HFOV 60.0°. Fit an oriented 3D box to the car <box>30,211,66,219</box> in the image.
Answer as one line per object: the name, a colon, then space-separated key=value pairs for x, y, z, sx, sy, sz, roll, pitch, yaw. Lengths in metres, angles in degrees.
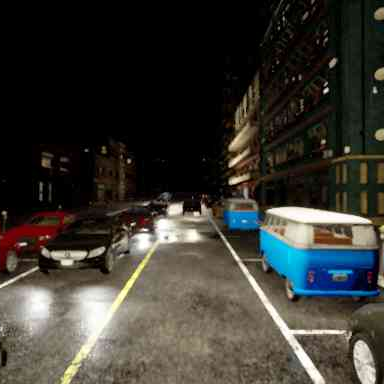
car: x=-5.679 y=1.496 z=13.454 sx=1.887 sy=1.381 sz=4.507 roll=1 pitch=0 yaw=0

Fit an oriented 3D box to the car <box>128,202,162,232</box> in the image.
car: x=-3.093 y=1.492 z=19.572 sx=1.994 sy=1.385 sz=4.181 roll=0 pitch=0 yaw=0

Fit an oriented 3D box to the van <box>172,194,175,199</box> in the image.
van: x=-5.675 y=0.996 z=80.415 sx=1.690 sy=1.788 sz=3.998 roll=1 pitch=0 yaw=0

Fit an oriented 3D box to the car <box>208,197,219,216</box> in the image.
car: x=2.701 y=1.411 z=30.402 sx=1.752 sy=1.417 sz=4.829 roll=1 pitch=0 yaw=0

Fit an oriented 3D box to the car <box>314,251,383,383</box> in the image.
car: x=2.701 y=1.542 z=2.330 sx=2.008 sy=1.369 sz=4.403 roll=1 pitch=0 yaw=0

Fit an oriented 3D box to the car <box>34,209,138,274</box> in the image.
car: x=-3.093 y=1.487 z=10.574 sx=1.812 sy=1.442 sz=4.674 roll=0 pitch=0 yaw=0

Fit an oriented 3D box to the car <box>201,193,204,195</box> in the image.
car: x=2.702 y=1.308 z=58.137 sx=1.887 sy=1.381 sz=4.507 roll=1 pitch=0 yaw=0

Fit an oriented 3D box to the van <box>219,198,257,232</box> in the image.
van: x=2.704 y=1.271 z=19.071 sx=1.690 sy=1.788 sz=3.998 roll=1 pitch=0 yaw=0

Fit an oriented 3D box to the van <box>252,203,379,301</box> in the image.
van: x=2.704 y=1.312 z=7.908 sx=1.690 sy=1.788 sz=3.998 roll=1 pitch=0 yaw=0

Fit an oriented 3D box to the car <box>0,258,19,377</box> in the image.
car: x=-3.090 y=1.556 z=2.082 sx=1.994 sy=1.385 sz=4.181 roll=0 pitch=0 yaw=0

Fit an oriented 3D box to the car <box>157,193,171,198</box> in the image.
car: x=-5.679 y=1.303 z=63.675 sx=1.947 sy=1.339 sz=4.313 roll=1 pitch=0 yaw=0

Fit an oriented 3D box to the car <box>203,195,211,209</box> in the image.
car: x=2.701 y=1.405 z=41.394 sx=1.947 sy=1.339 sz=4.313 roll=1 pitch=0 yaw=0

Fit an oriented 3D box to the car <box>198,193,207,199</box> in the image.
car: x=2.703 y=1.066 z=86.038 sx=1.967 sy=1.590 sz=4.097 roll=1 pitch=0 yaw=0

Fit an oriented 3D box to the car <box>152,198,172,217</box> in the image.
car: x=-3.057 y=1.489 z=29.669 sx=1.895 sy=1.301 sz=4.718 roll=0 pitch=0 yaw=1

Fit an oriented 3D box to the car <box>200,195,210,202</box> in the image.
car: x=2.701 y=1.261 z=69.298 sx=2.008 sy=1.369 sz=4.403 roll=1 pitch=0 yaw=0

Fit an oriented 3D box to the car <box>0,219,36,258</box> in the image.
car: x=-5.680 y=1.553 z=7.874 sx=1.802 sy=1.307 sz=4.206 roll=1 pitch=0 yaw=0

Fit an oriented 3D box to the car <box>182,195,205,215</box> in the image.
car: x=0.005 y=1.354 z=32.602 sx=1.882 sy=1.535 sz=5.008 roll=0 pitch=0 yaw=0

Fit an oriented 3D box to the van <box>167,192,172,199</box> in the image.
van: x=-5.675 y=1.051 z=69.255 sx=1.690 sy=1.788 sz=3.998 roll=1 pitch=0 yaw=0

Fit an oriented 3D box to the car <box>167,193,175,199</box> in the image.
car: x=-5.679 y=1.142 z=91.577 sx=1.887 sy=1.381 sz=4.507 roll=1 pitch=0 yaw=0
